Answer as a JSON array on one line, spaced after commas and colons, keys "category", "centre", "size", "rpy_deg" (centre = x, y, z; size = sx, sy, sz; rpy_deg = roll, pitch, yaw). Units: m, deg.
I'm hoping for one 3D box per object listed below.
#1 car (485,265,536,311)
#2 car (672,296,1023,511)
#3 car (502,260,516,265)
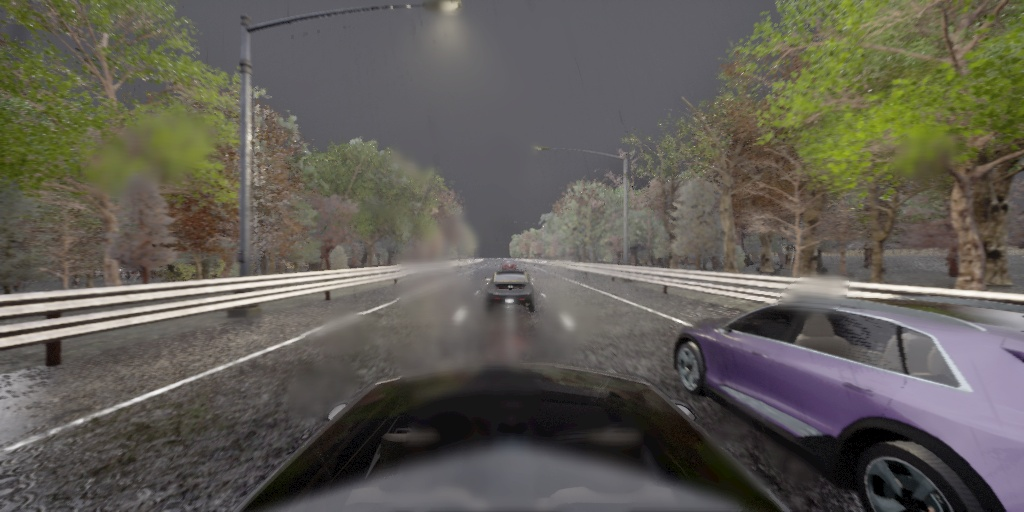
[{"category": "car", "centre": [-0.063, 1.313, 14.823], "size": [1.837, 1.490, 4.892], "rpy_deg": [0, 0, 0]}, {"category": "car", "centre": [3.502, 1.189, 3.718], "size": [2.033, 1.649, 4.856], "rpy_deg": [0, 0, 0]}, {"category": "car", "centre": [-0.401, 1.317, 52.081], "size": [2.097, 1.767, 4.553], "rpy_deg": [0, 0, -1]}]
